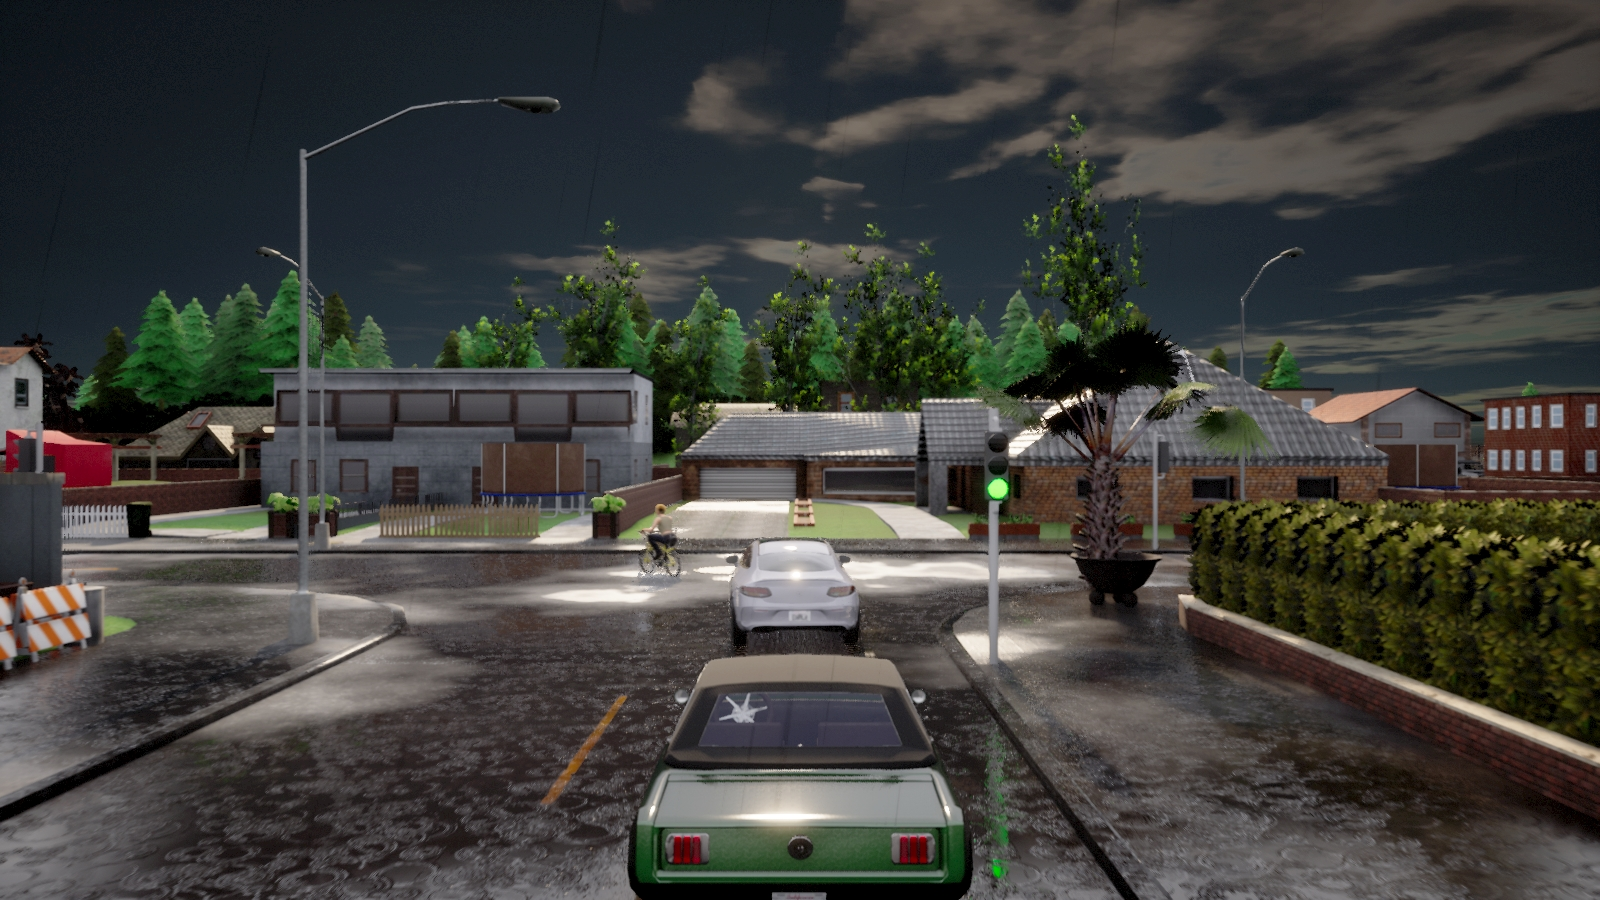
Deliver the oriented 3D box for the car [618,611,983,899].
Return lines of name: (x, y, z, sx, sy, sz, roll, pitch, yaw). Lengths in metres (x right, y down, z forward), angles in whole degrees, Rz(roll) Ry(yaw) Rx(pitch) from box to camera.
car: (0.002, 2.155, 8.290, 1.895, 1.301, 4.718, 0, 0, 0)

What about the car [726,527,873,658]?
car: (-0.150, 2.081, 17.771, 2.002, 1.442, 4.674, 0, 0, -4)
